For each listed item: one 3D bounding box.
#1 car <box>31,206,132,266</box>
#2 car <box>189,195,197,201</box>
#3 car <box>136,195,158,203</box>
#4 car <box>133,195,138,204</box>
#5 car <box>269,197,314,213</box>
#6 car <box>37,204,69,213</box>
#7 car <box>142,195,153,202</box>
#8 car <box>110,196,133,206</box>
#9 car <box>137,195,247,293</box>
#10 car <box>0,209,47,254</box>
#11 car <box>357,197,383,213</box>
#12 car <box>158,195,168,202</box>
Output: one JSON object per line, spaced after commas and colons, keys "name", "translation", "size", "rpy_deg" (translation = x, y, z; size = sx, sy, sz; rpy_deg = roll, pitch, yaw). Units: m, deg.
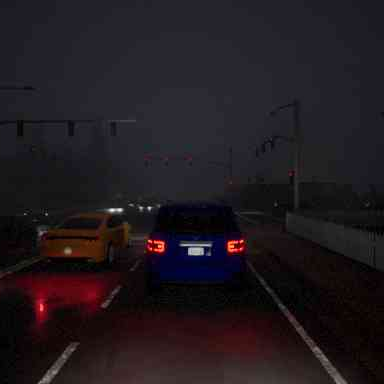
{"name": "car", "translation": [-3.397, 1.478, 11.629], "size": [1.882, 1.535, 5.008], "rpy_deg": [0, 0, 0]}
{"name": "car", "translation": [0.208, 1.540, 88.996], "size": [2.033, 1.411, 5.357], "rpy_deg": [0, 0, 0]}
{"name": "car", "translation": [-6.973, 1.547, 52.215], "size": [2.033, 1.411, 5.357], "rpy_deg": [0, 0, 0]}
{"name": "car", "translation": [-10.409, 1.351, 62.471], "size": [2.097, 1.767, 4.553], "rpy_deg": [0, 0, 1]}
{"name": "car", "translation": [10.731, 1.352, 36.062], "size": [4.553, 1.767, 2.097], "rpy_deg": [0, 0, -1]}
{"name": "car", "translation": [-10.543, 1.601, 24.612], "size": [1.895, 1.301, 4.718], "rpy_deg": [0, 0, 0]}
{"name": "car", "translation": [-10.319, 1.477, 77.499], "size": [1.882, 1.535, 5.008], "rpy_deg": [0, 0, 0]}
{"name": "car", "translation": [-10.484, 1.489, 48.215], "size": [2.128, 1.511, 4.902], "rpy_deg": [0, 0, 0]}
{"name": "car", "translation": [0.083, 1.221, 9.007], "size": [2.150, 2.045, 5.566], "rpy_deg": [0, 0, 0]}
{"name": "car", "translation": [-7.073, 1.526, 11.555], "size": [1.812, 1.442, 4.674], "rpy_deg": [0, 0, 0]}
{"name": "car", "translation": [20.513, 1.352, 36.282], "size": [4.553, 1.767, 2.097], "rpy_deg": [0, 0, -1]}
{"name": "car", "translation": [-6.818, 1.524, 77.944], "size": [1.812, 1.442, 4.674], "rpy_deg": [0, 0, 0]}
